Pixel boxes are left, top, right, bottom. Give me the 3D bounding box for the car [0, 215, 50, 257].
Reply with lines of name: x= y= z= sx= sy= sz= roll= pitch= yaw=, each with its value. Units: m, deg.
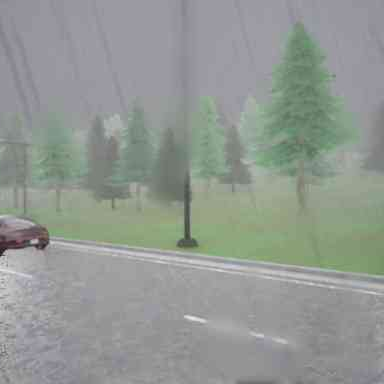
car: x=-7.707 y=1.679 z=13.679 sx=4.674 sy=1.442 sz=1.812 roll=0 pitch=0 yaw=36
